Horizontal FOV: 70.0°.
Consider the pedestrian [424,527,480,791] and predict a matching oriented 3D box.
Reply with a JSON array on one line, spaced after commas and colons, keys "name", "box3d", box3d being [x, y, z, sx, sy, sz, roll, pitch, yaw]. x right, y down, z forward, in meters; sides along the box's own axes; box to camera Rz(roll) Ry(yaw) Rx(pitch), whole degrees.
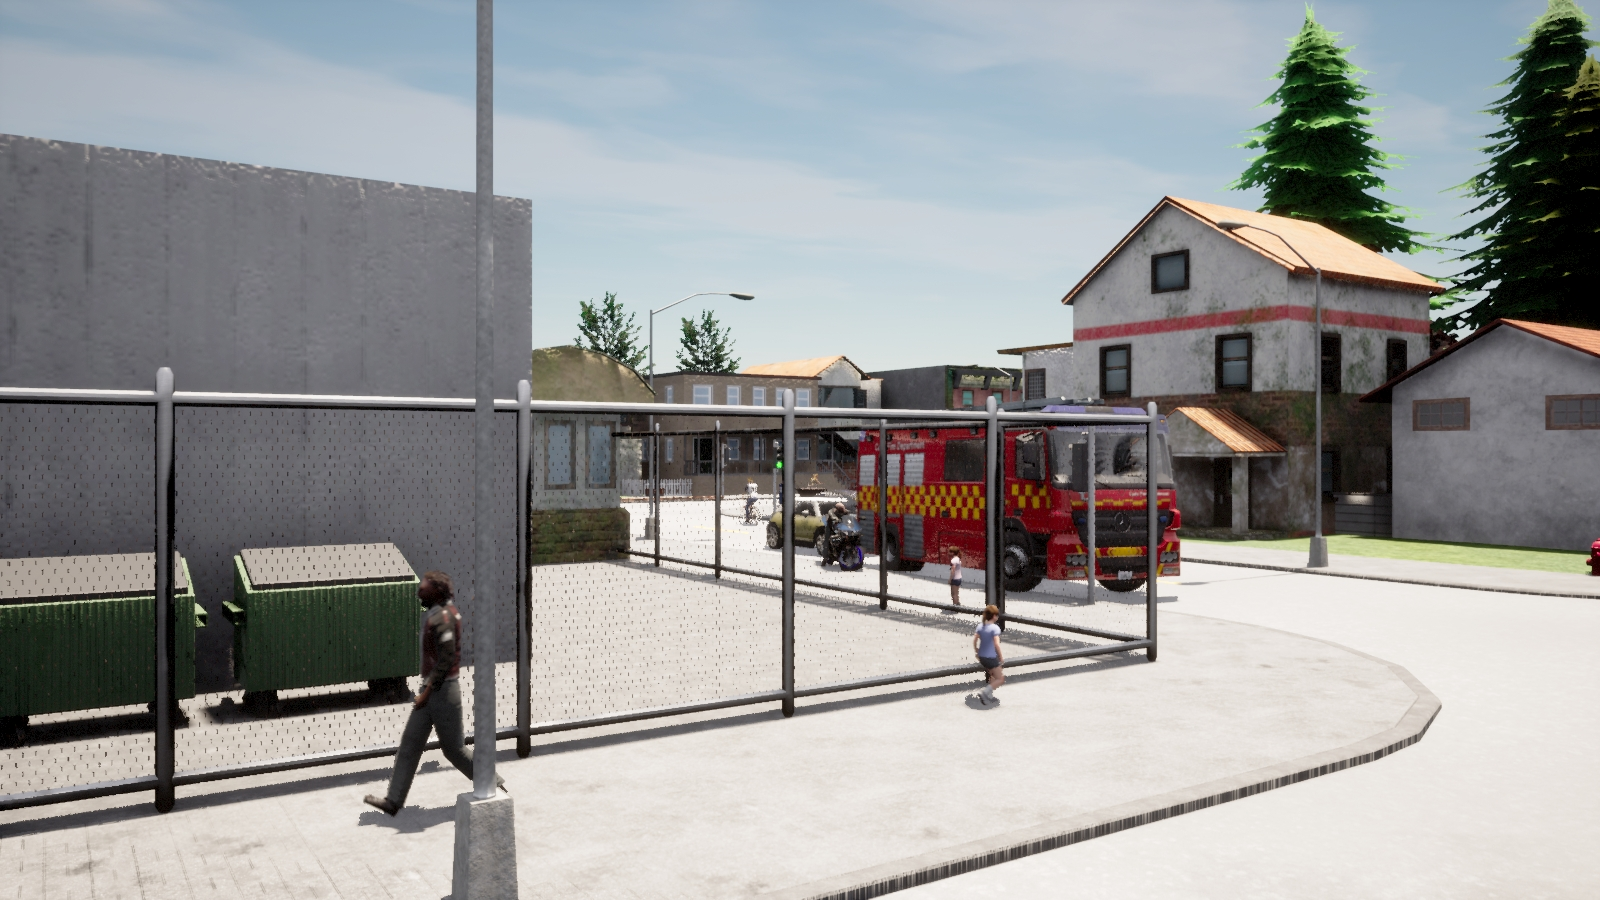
[{"name": "pedestrian", "box3d": [-2.577, 1.517, 8.449, 0.375, 1.860, 0.375, 0, 0, -21]}]

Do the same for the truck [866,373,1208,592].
[{"name": "truck", "box3d": [4.562, 0.675, 24.436, 2.891, 3.827, 8.468, 1, -2, -23]}]

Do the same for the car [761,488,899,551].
[{"name": "car", "box3d": [0.752, 1.845, 31.311, 1.970, 1.475, 3.806, 0, 0, -33]}]

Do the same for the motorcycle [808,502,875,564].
[{"name": "motorcycle", "box3d": [0.923, 1.872, 26.186, 0.867, 1.251, 2.209, 0, 0, -17]}]

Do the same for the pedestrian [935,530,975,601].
[{"name": "pedestrian", "box3d": [2.562, 1.895, 18.893, 0.500, 1.100, 0.500, 0, 0, 32]}]

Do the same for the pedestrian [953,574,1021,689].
[{"name": "pedestrian", "box3d": [1.966, 1.896, 12.048, 0.500, 1.100, 0.500, 0, 0, -32]}]
